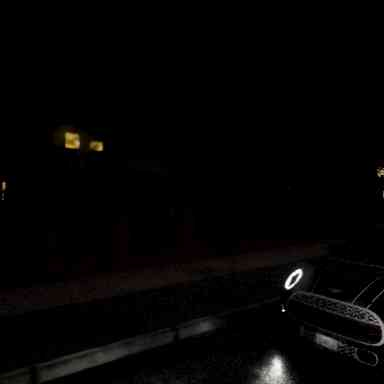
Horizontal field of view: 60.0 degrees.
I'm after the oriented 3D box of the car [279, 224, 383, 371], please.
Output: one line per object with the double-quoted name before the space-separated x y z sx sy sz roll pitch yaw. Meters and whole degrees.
"car" 3.571 1.360 5.657 4.553 1.767 2.097 0 0 -36
